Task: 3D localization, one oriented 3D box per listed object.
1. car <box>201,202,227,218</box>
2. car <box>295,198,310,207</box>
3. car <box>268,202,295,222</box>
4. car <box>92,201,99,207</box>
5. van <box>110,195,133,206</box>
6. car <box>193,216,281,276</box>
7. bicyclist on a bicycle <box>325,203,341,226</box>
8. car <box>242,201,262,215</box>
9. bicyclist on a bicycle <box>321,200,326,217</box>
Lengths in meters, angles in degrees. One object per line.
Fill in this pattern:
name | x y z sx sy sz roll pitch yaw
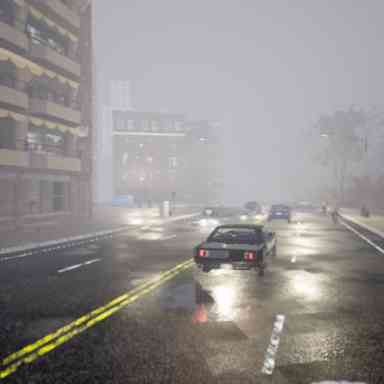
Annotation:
car | 2.341 1.793 34.263 2.128 1.511 4.902 0 -1 18
car | 20.021 2.023 59.752 1.895 1.301 4.718 0 -1 15
car | 7.536 1.768 28.516 2.033 1.411 5.357 0 -1 18
car | -16.066 1.652 49.522 4.206 1.307 1.802 1 -1 -13
van | -12.341 1.498 58.974 3.998 1.788 1.690 1 -1 -13
car | 1.647 1.692 10.842 1.895 1.301 4.718 0 -1 19
bicyclist on a bicycle | 10.391 1.602 24.156 0.866 1.612 1.509 -1 -1 18
car | 6.905 1.815 37.973 1.837 1.490 4.892 0 -1 17
bicyclist on a bicycle | 13.382 1.685 33.683 0.582 1.620 1.656 0 -1 17
